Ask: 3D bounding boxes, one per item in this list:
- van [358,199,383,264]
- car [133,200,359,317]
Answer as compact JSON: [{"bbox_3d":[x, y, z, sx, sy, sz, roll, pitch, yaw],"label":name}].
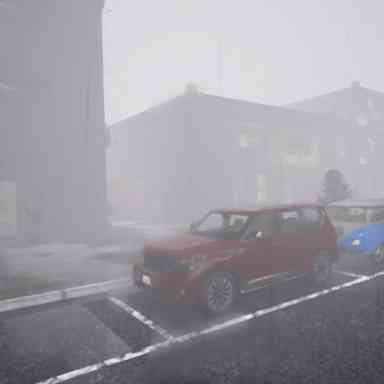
[{"bbox_3d":[5.774,1.128,10.612,3.998,1.788,1.690,-1,0,-35],"label":"van"},{"bbox_3d":[1.240,1.211,7.415,5.009,1.841,2.192,-1,0,-35],"label":"car"}]
